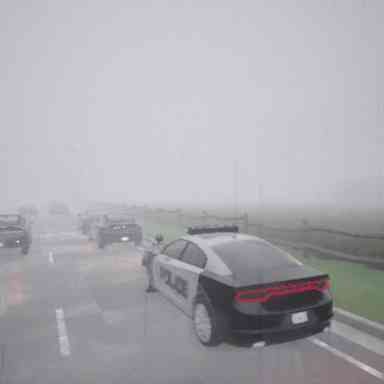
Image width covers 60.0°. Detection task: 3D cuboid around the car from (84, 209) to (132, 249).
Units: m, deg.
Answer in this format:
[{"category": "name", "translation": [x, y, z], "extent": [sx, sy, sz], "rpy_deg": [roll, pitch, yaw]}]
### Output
[{"category": "car", "translation": [-3.754, 1.699, 15.788], "extent": [1.837, 1.490, 4.892], "rpy_deg": [0, -1, -24]}]

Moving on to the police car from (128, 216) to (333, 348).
[{"category": "police car", "translation": [0.356, 1.489, 6.758], "extent": [1.930, 1.638, 5.238], "rpy_deg": [0, -1, -24]}]

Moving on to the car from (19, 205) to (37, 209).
[{"category": "car", "translation": [-19.128, 2.171, 38.806], "extent": [1.895, 1.301, 4.718], "rpy_deg": [0, -1, -24]}]

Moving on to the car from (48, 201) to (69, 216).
[{"category": "car", "translation": [-15.898, 2.116, 40.003], "extent": [1.994, 1.385, 4.181], "rpy_deg": [0, -1, -24]}]

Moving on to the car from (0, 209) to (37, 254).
[{"category": "car", "translation": [-7.885, 1.707, 14.123], "extent": [2.128, 1.511, 4.902], "rpy_deg": [0, -1, -24]}]

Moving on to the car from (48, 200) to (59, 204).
[{"category": "car", "translation": [-20.503, 2.048, 50.030], "extent": [2.097, 1.767, 4.553], "rpy_deg": [0, -1, -24]}]

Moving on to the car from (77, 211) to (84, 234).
[{"category": "car", "translation": [-6.240, 1.798, 21.247], "extent": [1.812, 1.442, 4.674], "rpy_deg": [0, -1, -24]}]
